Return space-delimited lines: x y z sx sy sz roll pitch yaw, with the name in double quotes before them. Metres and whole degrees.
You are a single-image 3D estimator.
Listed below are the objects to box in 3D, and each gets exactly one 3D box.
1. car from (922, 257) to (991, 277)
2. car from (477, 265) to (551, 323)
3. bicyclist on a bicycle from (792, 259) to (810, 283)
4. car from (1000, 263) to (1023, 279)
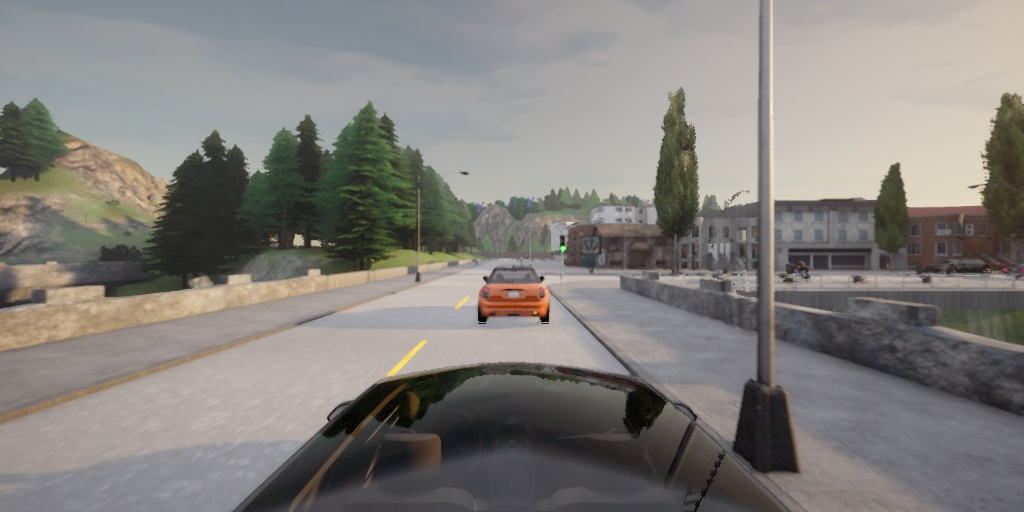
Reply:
"car" 41.290 1.002 33.400 4.553 1.767 2.097 0 0 0
"car" 0.064 1.069 12.041 2.097 1.767 4.553 0 0 0
"bicyclist on a bicycle" 20.112 1.025 25.021 0.582 1.620 1.656 0 0 0
"car" 43.580 1.212 29.292 5.357 1.411 2.033 0 0 1
